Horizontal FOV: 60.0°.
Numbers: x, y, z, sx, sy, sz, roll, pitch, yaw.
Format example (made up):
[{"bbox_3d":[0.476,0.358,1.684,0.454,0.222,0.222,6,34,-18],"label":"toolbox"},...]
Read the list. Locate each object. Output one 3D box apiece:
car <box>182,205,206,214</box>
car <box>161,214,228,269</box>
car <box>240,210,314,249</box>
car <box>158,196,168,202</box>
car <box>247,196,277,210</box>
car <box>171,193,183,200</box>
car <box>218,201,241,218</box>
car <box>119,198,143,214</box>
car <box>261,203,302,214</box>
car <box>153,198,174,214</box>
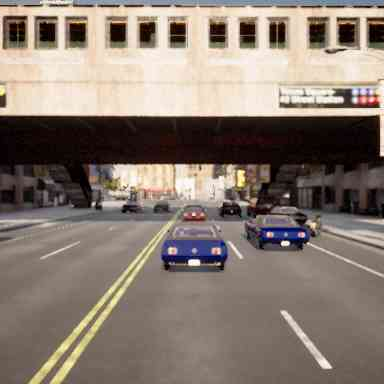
[{"bbox_3d":[0.165,1.708,26.599,2.033,1.411,5.357,0,0,1],"label":"car"},{"bbox_3d":[0.078,1.670,11.385,1.895,1.301,4.718,0,0,0],"label":"car"},{"bbox_3d":[3.592,1.691,14.974,1.895,1.301,4.718,0,0,0],"label":"car"},{"bbox_3d":[-6.983,1.621,80.061,2.128,1.511,4.902,0,0,-3],"label":"car"},{"bbox_3d":[6.661,1.419,31.667,2.435,2.045,5.566,0,0,0],"label":"car"},{"bbox_3d":[-3.486,1.321,80.207,2.150,2.045,5.566,0,0,-3],"label":"car"},{"bbox_3d":[3.695,1.677,33.223,1.882,1.535,5.008,0,0,0],"label":"car"},{"bbox_3d":[-6.994,1.783,39.077,2.033,1.411,5.357,0,0,0],"label":"car"},{"bbox_3d":[6.711,1.741,24.269,1.895,1.301,4.718,0,0,0],"label":"car"},{"bbox_3d":[-3.491,1.743,39.501,1.837,1.490,4.892,0,0,0],"label":"car"}]
